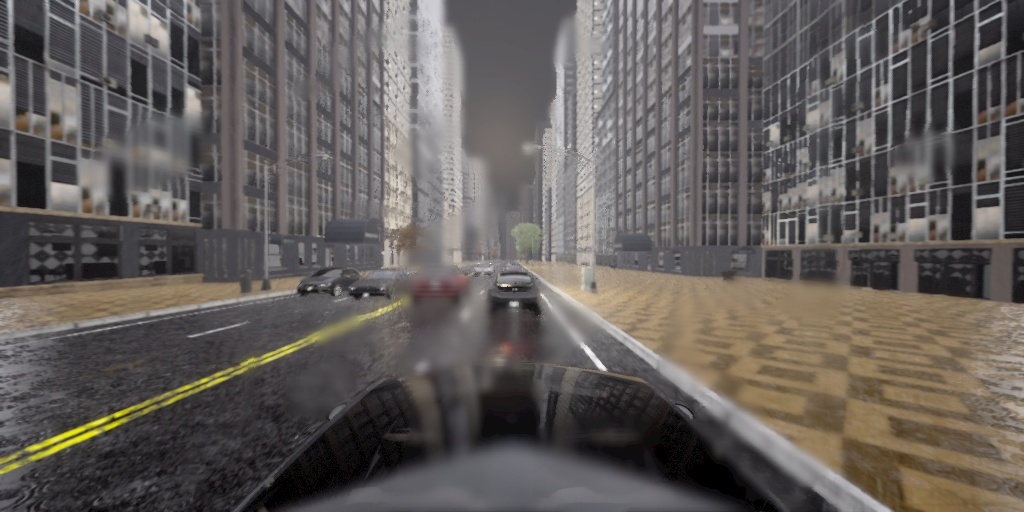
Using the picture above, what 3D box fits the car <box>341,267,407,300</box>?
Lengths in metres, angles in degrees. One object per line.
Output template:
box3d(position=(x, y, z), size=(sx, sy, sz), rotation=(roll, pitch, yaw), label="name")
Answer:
box3d(position=(-6.596, 1.394, 18.859), size=(2.033, 1.411, 5.357), rotation=(0, 0, 0), label="car")

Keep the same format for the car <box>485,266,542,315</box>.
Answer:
box3d(position=(0.103, 1.325, 13.975), size=(1.837, 1.490, 4.892), rotation=(0, 0, 0), label="car")

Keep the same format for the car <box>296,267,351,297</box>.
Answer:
box3d(position=(-9.843, 1.358, 19.873), size=(1.837, 1.490, 4.892), rotation=(0, 0, 0), label="car")

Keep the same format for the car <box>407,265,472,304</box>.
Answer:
box3d(position=(-3.146, 1.187, 16.910), size=(2.097, 1.767, 4.553), rotation=(0, 0, 0), label="car")

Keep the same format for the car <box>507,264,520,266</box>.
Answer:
box3d(position=(0.109, 1.493, 36.311), size=(2.033, 1.411, 5.357), rotation=(0, 0, 0), label="car")

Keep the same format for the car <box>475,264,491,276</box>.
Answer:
box3d(position=(-3.141, 1.575, 41.375), size=(1.895, 1.301, 4.718), rotation=(0, 0, 0), label="car")
